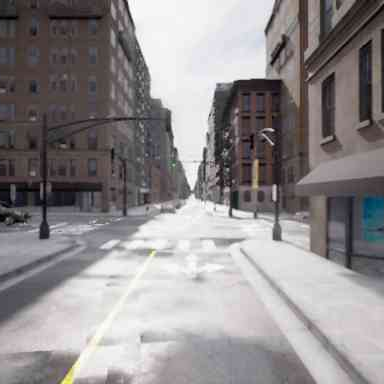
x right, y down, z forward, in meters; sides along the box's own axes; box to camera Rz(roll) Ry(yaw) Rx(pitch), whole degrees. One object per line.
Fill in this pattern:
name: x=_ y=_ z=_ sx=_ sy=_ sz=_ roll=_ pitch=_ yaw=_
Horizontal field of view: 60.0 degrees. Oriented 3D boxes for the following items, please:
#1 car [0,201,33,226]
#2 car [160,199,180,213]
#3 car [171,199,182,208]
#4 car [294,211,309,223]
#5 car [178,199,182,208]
car: x=-13.986 y=1.422 z=23.912 sx=4.553 sy=1.767 sz=2.097 roll=1 pitch=-1 yaw=-1
car: x=-3.103 y=2.029 z=43.864 sx=2.033 sy=1.411 sz=5.357 roll=0 pitch=-1 yaw=0
car: x=-2.970 y=2.204 z=64.271 sx=1.837 sy=1.490 sz=4.892 roll=0 pitch=-1 yaw=0
car: x=11.818 y=2.082 z=30.502 sx=4.674 sy=1.442 sz=1.812 roll=1 pitch=-1 yaw=2
car: x=-3.070 y=2.153 z=53.899 sx=1.994 sy=1.385 sz=4.181 roll=0 pitch=-1 yaw=0
